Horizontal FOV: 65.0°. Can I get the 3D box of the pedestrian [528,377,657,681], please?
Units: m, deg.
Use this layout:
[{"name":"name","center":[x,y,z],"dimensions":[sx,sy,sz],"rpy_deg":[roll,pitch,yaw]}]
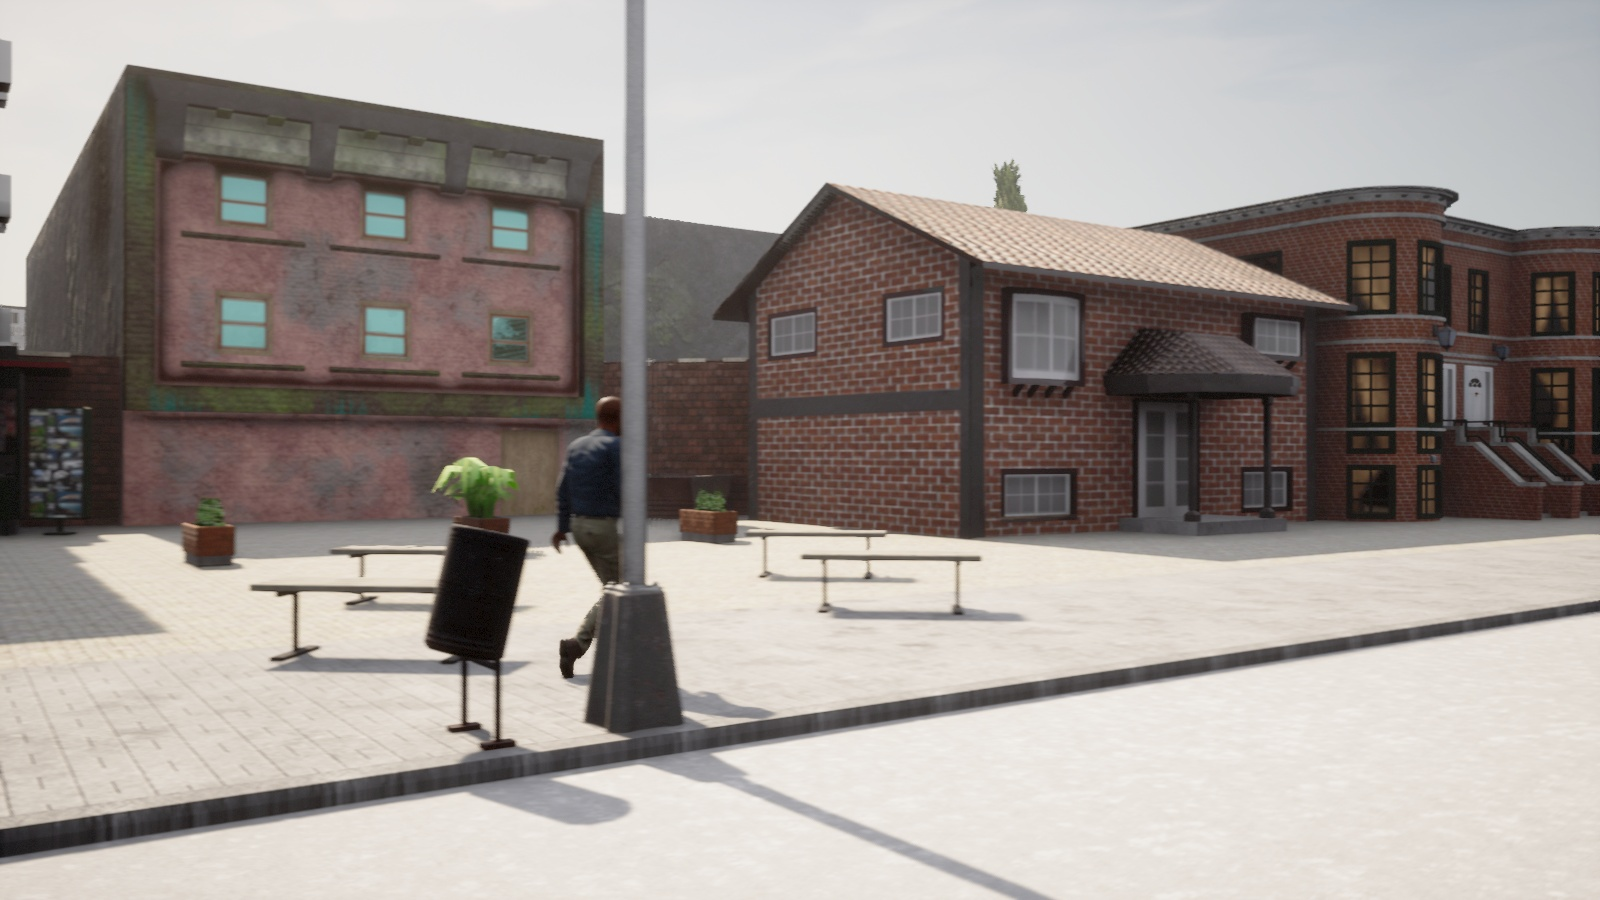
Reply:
[{"name":"pedestrian","center":[-1.309,0.477,7.963],"dimensions":[0.370,1.835,0.726],"rpy_deg":[0,0,43]}]
